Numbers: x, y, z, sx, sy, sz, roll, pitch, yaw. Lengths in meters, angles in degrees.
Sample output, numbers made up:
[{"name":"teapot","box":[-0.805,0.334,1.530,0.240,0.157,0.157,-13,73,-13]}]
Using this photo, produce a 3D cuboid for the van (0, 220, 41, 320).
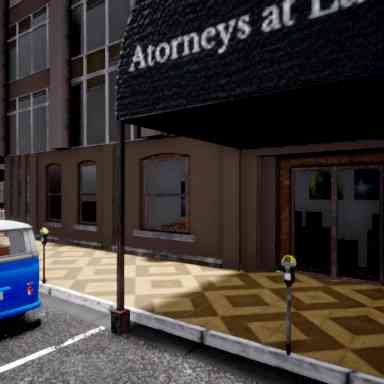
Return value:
[{"name":"van","box":[-4.455,1.341,6.043,3.998,1.788,1.690,0,0,35]}]
